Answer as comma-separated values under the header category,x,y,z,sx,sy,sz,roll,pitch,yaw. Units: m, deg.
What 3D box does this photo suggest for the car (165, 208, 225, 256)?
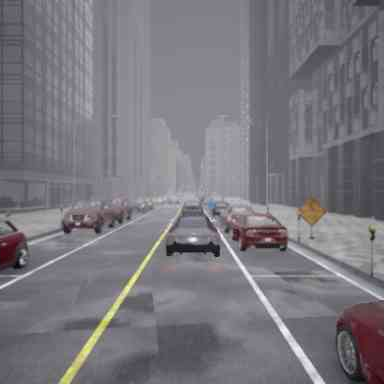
category,x,y,z,sx,sy,sz,roll,pitch,yaw
car,0.052,1.565,13.164,1.994,1.385,4.181,0,0,1

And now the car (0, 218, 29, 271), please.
category,x,y,z,sx,sy,sz,roll,pitch,yaw
car,-5.857,1.441,8.277,1.967,1.590,4.097,0,0,0

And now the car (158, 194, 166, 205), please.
category,x,y,z,sx,sy,sz,roll,pitch,yaw
car,-5.856,1.578,58.829,1.752,1.417,4.829,0,0,1

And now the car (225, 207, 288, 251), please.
category,x,y,z,sx,sy,sz,roll,pitch,yaw
car,2.670,1.545,13.902,1.887,1.381,4.507,0,0,0

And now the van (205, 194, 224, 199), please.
category,x,y,z,sx,sy,sz,roll,pitch,yaw
van,2.672,1.350,36.458,1.690,1.788,3.998,0,0,0

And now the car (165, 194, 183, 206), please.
category,x,y,z,sx,sy,sz,roll,pitch,yaw
car,-3.051,1.575,57.368,1.812,1.442,4.674,0,0,0

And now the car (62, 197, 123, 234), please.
category,x,y,z,sx,sy,sz,roll,pitch,yaw
car,-5.855,1.316,19.557,2.192,1.841,5.009,0,0,0

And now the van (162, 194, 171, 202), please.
category,x,y,z,sx,sy,sz,roll,pitch,yaw
van,-5.846,1.431,75.955,1.690,1.788,3.998,0,0,0

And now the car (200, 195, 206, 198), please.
category,x,y,z,sx,sy,sz,roll,pitch,yaw
car,2.676,1.566,53.582,1.752,1.417,4.829,0,0,1

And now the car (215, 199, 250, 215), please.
category,x,y,z,sx,sy,sz,roll,pitch,yaw
car,2.671,1.440,19.541,1.967,1.590,4.097,0,0,0

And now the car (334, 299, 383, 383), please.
category,x,y,z,sx,sy,sz,roll,pitch,yaw
car,2.668,1.582,2.624,1.802,1.307,4.206,0,0,0

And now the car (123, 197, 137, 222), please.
category,x,y,z,sx,sy,sz,roll,pitch,yaw
car,-5.854,1.316,25.195,2.192,1.841,5.009,0,0,0

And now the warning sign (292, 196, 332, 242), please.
category,x,y,z,sx,sy,sz,roll,pitch,yaw
warning sign,5.070,1.116,14.114,1.300,1.860,1.060,0,0,0

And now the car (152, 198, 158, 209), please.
category,x,y,z,sx,sy,sz,roll,pitch,yaw
car,-5.851,1.456,42.113,1.967,1.590,4.097,0,0,0

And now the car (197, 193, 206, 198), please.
category,x,y,z,sx,sy,sz,roll,pitch,yaw
car,2.678,1.383,64.651,2.192,1.841,5.009,0,0,0

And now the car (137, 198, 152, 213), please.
category,x,y,z,sx,sy,sz,roll,pitch,yaw
car,-5.853,1.449,36.475,1.967,1.590,4.097,0,0,0

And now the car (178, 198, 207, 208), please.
category,x,y,z,sx,sy,sz,roll,pitch,yaw
car,0.052,1.508,27.977,1.837,1.490,4.892,0,0,1

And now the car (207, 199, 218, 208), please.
category,x,y,z,sx,sy,sz,roll,pitch,yaw
car,2.672,1.569,30.819,1.947,1.339,4.313,0,0,0
